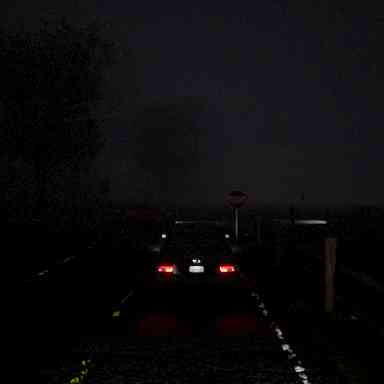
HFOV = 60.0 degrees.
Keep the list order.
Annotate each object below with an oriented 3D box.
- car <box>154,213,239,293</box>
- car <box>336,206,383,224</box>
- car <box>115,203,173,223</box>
[{"bbox_3d":[0.096,1.547,8.984,2.033,1.411,5.357,0,0,0],"label":"car"},{"bbox_3d":[13.761,1.784,26.414,4.181,1.385,1.994,1,0,2],"label":"car"},{"bbox_3d":[-3.398,1.533,24.151,4.181,1.385,1.994,1,0,2],"label":"car"}]
